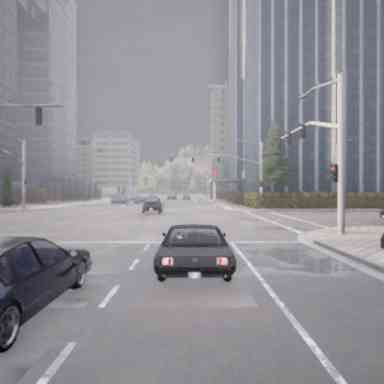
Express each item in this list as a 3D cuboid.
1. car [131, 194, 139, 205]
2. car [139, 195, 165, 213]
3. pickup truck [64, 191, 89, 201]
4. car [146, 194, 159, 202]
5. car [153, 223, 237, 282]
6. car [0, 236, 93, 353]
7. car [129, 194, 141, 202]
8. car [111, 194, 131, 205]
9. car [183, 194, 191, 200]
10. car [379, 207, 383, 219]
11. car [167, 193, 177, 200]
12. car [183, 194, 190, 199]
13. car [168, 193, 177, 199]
[{"bbox_3d":[-7.941,1.321,52.686,1.994,1.385,4.181,0,0,-1],"label":"car"},{"bbox_3d":[-3.925,1.347,33.941,1.837,1.490,4.892,0,0,-1],"label":"car"},{"bbox_3d":[-24.790,0.733,70.649,2.390,2.098,6.274,0,0,30],"label":"pickup truck"},{"bbox_3d":[-8.131,1.225,68.401,2.033,1.411,5.357,0,0,-1],"label":"car"},{"bbox_3d":[0.064,1.556,9.603,1.895,1.301,4.718,0,0,0],"label":"car"},{"bbox_3d":[-3.437,1.519,6.005,2.033,1.411,5.357,0,0,0],"label":"car"},{"bbox_3d":[-11.631,1.209,68.341,1.812,1.442,4.674,0,0,-1],"label":"car"},{"bbox_3d":[-11.441,1.108,52.738,2.097,1.767,4.553,0,0,-1],"label":"car"},{"bbox_3d":[-1.247,1.182,75.762,2.033,1.411,5.357,0,0,-1],"label":"car"},{"bbox_3d":[15.272,1.401,22.328,4.892,1.490,1.837,0,0,0],"label":"car"},{"bbox_3d":[-4.752,1.166,76.075,1.812,1.442,4.674,0,0,-1],"label":"car"},{"bbox_3d":[-1.415,1.105,86.408,1.895,1.301,4.718,0,0,-1],"label":"car"},{"bbox_3d":[-4.915,1.036,86.323,2.128,1.511,4.902,0,0,-1],"label":"car"}]
